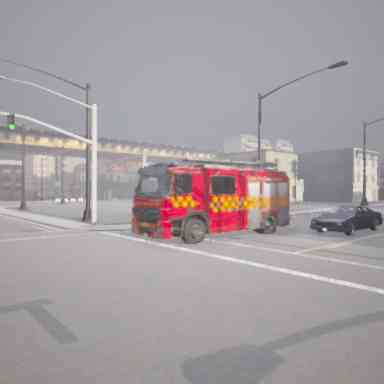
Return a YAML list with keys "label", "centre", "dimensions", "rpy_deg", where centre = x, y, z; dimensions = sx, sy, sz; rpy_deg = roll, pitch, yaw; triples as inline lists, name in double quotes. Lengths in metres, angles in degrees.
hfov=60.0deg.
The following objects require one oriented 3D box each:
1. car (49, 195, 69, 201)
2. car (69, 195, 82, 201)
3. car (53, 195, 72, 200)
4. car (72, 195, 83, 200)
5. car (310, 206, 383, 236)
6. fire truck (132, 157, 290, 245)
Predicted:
- label: "car"
  centre: [-33.407, 1.555, 85.759]
  dimensions: [4.974, 1.542, 2.038]
  rpy_deg: [0, 0, 21]
- label: "car"
  centre: [-29.690, 1.563, 86.088]
  dimensions: [2.038, 1.542, 4.974]
  rpy_deg: [0, 0, -9]
- label: "car"
  centre: [-33.455, 1.397, 85.777]
  dimensions: [4.536, 1.218, 1.853]
  rpy_deg: [0, 0, 21]
- label: "car"
  centre: [-29.699, 1.406, 86.139]
  dimensions: [1.853, 1.218, 4.536]
  rpy_deg: [0, 0, -9]
- label: "car"
  centre: [8.748, 1.488, 18.523]
  dimensions: [5.357, 1.411, 2.033]
  rpy_deg: [-1, 0, -40]
- label: "fire truck"
  centre: [1.302, 0.349, 16.829]
  dimensions: [8.468, 3.827, 2.891]
  rpy_deg: [0, 0, -39]
